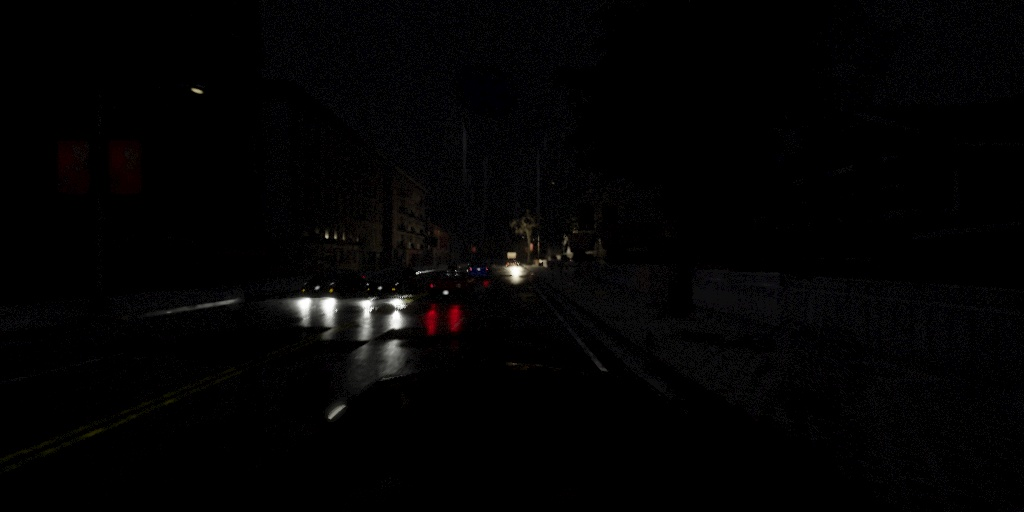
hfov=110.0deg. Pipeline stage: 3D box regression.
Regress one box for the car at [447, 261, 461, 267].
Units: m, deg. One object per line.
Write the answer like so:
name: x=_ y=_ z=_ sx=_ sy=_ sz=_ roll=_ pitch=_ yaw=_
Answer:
car: x=-9.818 y=1.645 z=61.182 sx=1.837 sy=1.490 sz=4.892 roll=0 pitch=0 yaw=1

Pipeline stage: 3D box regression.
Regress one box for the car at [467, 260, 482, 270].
car: x=-6.561 y=1.504 z=62.744 sx=2.097 sy=1.767 sz=4.553 roll=0 pitch=0 yaw=0

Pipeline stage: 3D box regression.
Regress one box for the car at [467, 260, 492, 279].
car: x=-3.169 y=1.329 z=36.253 sx=2.097 sy=1.767 sz=4.553 roll=0 pitch=0 yaw=0

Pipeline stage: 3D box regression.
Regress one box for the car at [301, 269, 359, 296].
car: x=-9.861 y=1.435 z=20.147 sx=1.994 sy=1.385 sz=4.181 roll=0 pitch=0 yaw=0

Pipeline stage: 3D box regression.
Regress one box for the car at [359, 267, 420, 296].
car: x=-6.610 y=1.377 z=20.362 sx=1.837 sy=1.490 sz=4.892 roll=0 pitch=0 yaw=0

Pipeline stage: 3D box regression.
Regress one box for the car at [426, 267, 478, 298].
car: x=-3.160 y=1.467 z=19.345 sx=1.895 sy=1.301 sz=4.718 roll=0 pitch=0 yaw=0
